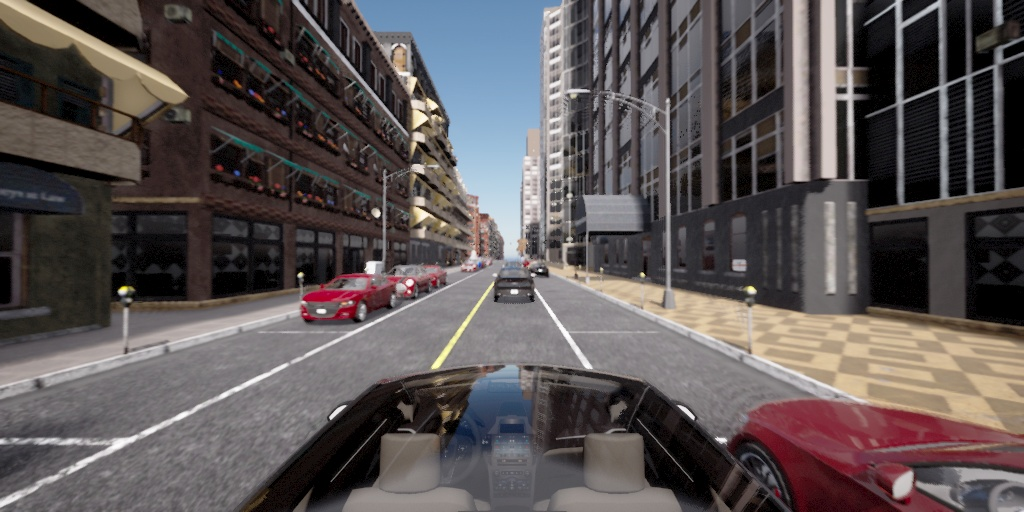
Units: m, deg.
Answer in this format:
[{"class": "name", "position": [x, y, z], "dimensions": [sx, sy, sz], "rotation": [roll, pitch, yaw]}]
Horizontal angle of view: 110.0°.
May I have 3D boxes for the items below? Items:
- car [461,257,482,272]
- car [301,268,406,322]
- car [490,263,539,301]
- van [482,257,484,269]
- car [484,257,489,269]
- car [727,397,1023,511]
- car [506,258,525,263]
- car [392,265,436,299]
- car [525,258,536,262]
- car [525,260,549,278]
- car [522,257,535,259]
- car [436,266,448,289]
[{"class": "car", "position": [-5.314, 1.209, 45.443], "dimensions": [1.967, 1.591, 4.097], "rotation": [0, 0, 0]}, {"class": "car", "position": [-5.314, 1.293, 12.229], "dimensions": [1.888, 1.381, 4.507], "rotation": [0, 0, 0]}, {"class": "car", "position": [0.100, 1.253, 17.461], "dimensions": [1.837, 1.490, 4.892], "rotation": [0, 0, 0]}, {"class": "van", "position": [-5.314, 1.117, 50.980], "dimensions": [1.690, 1.789, 3.998], "rotation": [0, 0, 0]}, {"class": "car", "position": [-5.314, 1.098, 56.516], "dimensions": [2.192, 1.841, 5.009], "rotation": [0, 0, 0]}, {"class": "car", "position": [2.566, 1.332, 1.167], "dimensions": [1.802, 1.307, 4.207], "rotation": [0, 0, 0]}, {"class": "car", "position": [0.099, 1.263, 35.949], "dimensions": [1.837, 1.490, 4.892], "rotation": [0, 0, 0]}, {"class": "car", "position": [-5.314, 1.188, 17.765], "dimensions": [1.967, 1.591, 4.097], "rotation": [0, 0, 0]}, {"class": "car", "position": [2.566, 1.288, 40.086], "dimensions": [1.751, 1.417, 4.829], "rotation": [0, 0, 0]}, {"class": "car", "position": [2.566, 1.322, 34.379], "dimensions": [1.948, 1.339, 4.313], "rotation": [0, 0, 0]}, {"class": "car", "position": [2.566, 1.091, 50.987], "dimensions": [2.192, 1.841, 5.009], "rotation": [0, 0, 0]}, {"class": "car", "position": [-5.314, 1.295, 23.301], "dimensions": [1.888, 1.381, 4.507], "rotation": [0, 0, 0]}]
